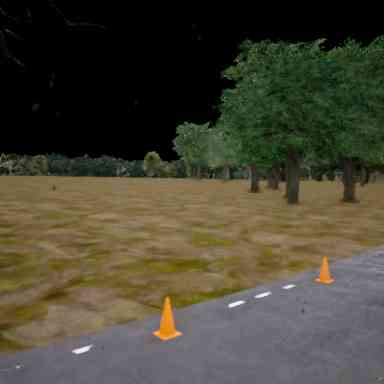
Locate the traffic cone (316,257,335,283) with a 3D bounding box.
[{"bbox_3d":[3.351,1.939,8.378,0.340,0.580,0.340,-1,0,-41],"label":"traffic cone"}]

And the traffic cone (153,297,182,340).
[{"bbox_3d":[-0.386,1.969,5.294,0.340,0.580,0.340,0,0,-38],"label":"traffic cone"}]
